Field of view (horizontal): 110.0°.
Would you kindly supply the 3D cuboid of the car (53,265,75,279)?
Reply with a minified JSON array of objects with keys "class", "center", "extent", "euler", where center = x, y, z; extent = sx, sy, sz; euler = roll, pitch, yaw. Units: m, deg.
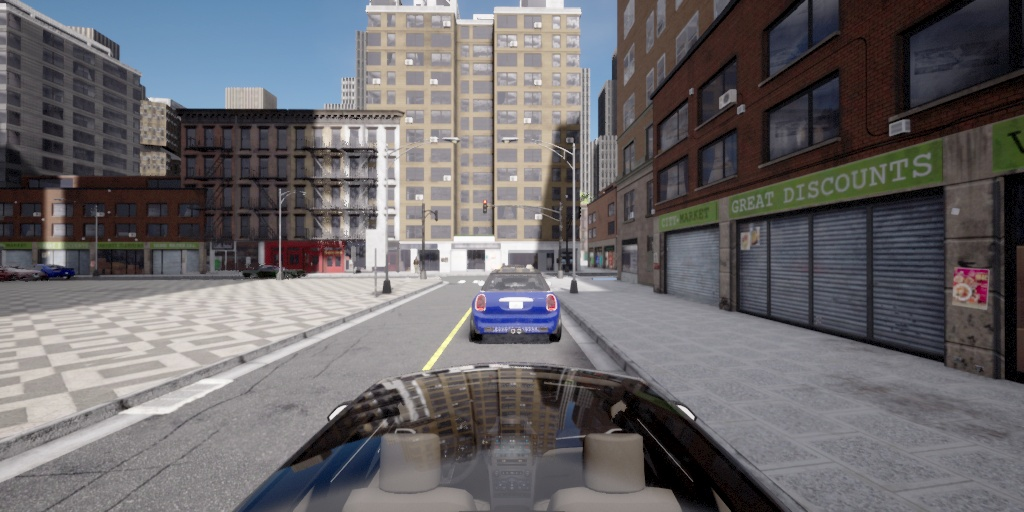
[{"class":"car","center":[-45.544,1.528,34.654],"extent":[5.008,1.535,1.882],"euler":[0,0,-1]}]

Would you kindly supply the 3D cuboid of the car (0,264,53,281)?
[{"class":"car","center":[-44.187,1.560,31.567],"extent":[4.674,1.442,1.812],"euler":[-1,0,0]}]

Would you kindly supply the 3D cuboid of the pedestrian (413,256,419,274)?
[{"class":"pedestrian","center":[-10.260,0.966,38.280],"extent":[0.375,1.860,0.375],"euler":[0,0,-1]}]

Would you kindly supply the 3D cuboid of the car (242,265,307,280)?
[{"class":"car","center":[-20.973,1.489,31.877],"extent":[4.718,1.301,1.895],"euler":[0,0,-1]}]

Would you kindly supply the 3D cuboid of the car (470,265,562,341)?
[{"class":"car","center":[0.082,1.100,10.017],"extent":[2.097,1.767,4.553],"euler":[0,0,0]}]
